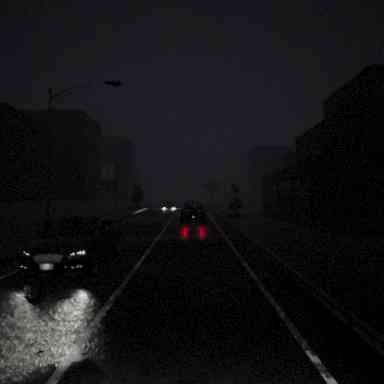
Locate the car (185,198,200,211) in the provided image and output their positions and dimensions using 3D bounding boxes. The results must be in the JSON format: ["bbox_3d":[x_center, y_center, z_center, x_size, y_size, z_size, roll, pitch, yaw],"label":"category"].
[{"bbox_3d":[0.101,1.622,42.887,1.837,1.490,4.892,0,0,0],"label":"car"}]

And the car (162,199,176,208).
[{"bbox_3d":[-3.570,1.762,52.479,1.895,1.301,4.718,0,0,0],"label":"car"}]

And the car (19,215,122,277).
[{"bbox_3d":[-3.446,1.502,10.293,2.128,1.511,4.902,0,0,0],"label":"car"}]

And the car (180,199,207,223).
[{"bbox_3d":[0.095,1.537,25.465,2.128,1.511,4.902,0,0,0],"label":"car"}]
